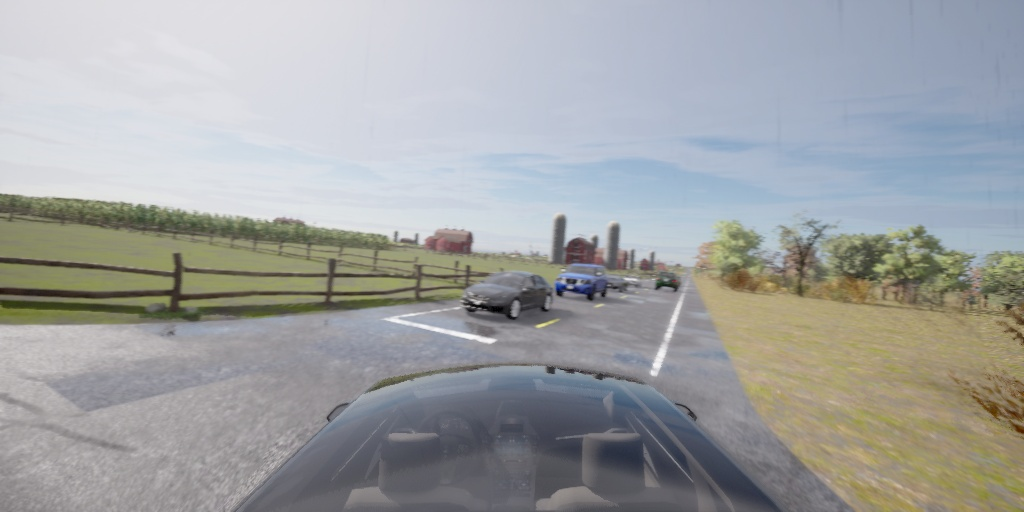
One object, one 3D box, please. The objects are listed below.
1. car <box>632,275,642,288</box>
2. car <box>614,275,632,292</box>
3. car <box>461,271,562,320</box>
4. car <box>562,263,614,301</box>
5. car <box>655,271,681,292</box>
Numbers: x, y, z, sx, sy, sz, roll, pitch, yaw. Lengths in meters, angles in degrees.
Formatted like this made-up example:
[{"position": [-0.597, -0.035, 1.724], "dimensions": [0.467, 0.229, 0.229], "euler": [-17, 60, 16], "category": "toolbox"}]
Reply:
[{"position": [13.211, 2.766, 39.799], "dimensions": [1.895, 1.301, 4.718], "euler": [5, 0, 27], "category": "car"}, {"position": [8.680, 2.270, 30.748], "dimensions": [1.994, 1.385, 4.181], "euler": [5, 0, 27], "category": "car"}, {"position": [0.029, 1.337, 13.407], "dimensions": [1.837, 1.490, 4.892], "euler": [5, 0, 27], "category": "car"}, {"position": [4.455, 1.499, 22.216], "dimensions": [2.150, 2.045, 5.566], "euler": [5, 0, 26], "category": "car"}, {"position": [17.000, 2.721, 39.174], "dimensions": [2.150, 2.045, 5.566], "euler": [5, 0, 27], "category": "car"}]
